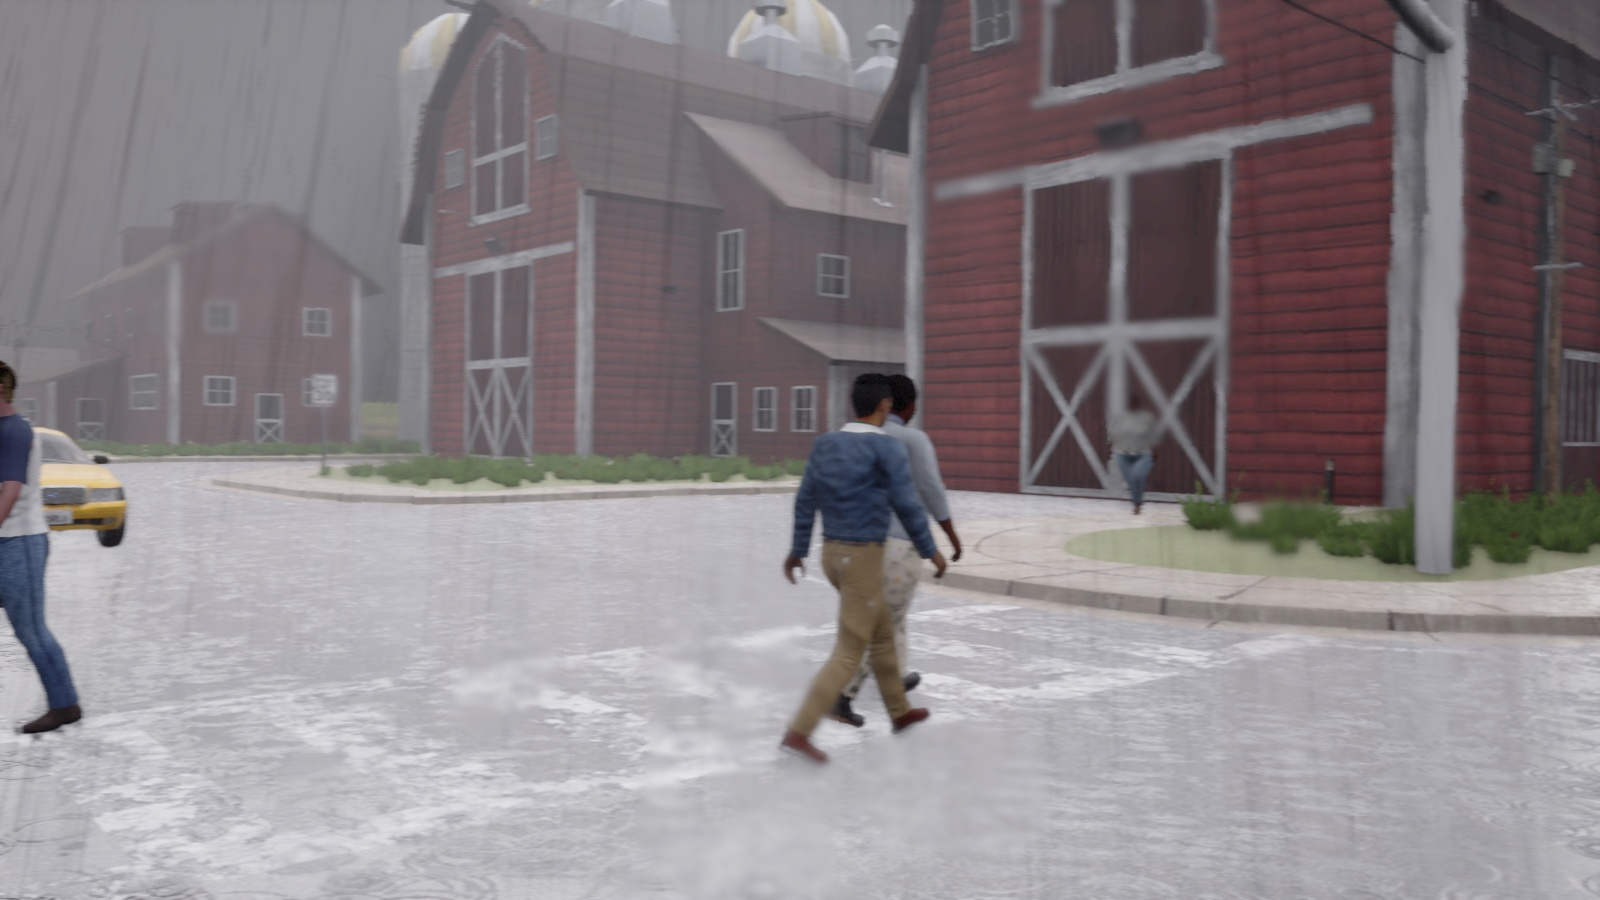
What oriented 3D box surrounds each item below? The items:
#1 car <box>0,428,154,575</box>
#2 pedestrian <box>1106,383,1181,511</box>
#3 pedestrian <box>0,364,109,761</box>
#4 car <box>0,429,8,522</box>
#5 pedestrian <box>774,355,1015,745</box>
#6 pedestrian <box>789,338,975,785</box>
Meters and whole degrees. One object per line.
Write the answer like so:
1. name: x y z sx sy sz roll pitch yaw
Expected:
1. car: -9.898 0.539 15.928 1.801 1.575 5.366 -2 1 -41
2. pedestrian: 5.160 -0.048 18.846 0.874 1.855 0.900 0 1 30
3. pedestrian: -3.762 0.517 5.998 0.706 1.836 0.354 -1 1 -44
4. car: -15.840 0.440 22.834 1.851 1.617 3.988 -1 1 -41
5. pedestrian: 0.500 0.468 6.587 0.874 1.855 0.900 0 1 44
6. pedestrian: 0.392 0.480 5.895 0.788 1.949 0.423 -1 1 -41
